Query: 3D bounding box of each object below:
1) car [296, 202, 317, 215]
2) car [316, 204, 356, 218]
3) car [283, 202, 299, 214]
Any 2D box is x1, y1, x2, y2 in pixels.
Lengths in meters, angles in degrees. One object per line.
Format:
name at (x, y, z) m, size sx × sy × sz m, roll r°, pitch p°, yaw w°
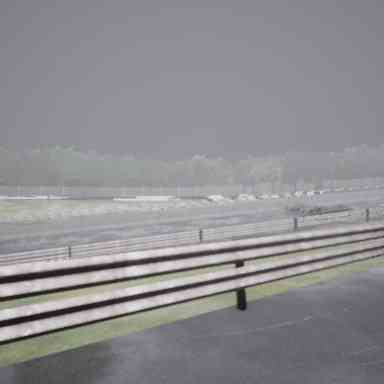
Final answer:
car at (16.693, 2.295, 44.234) m, size 4.718 × 1.301 × 1.895 m, roll -4°, pitch 2°, yaw -25°
car at (18.171, 2.227, 41.061) m, size 4.892 × 1.490 × 1.837 m, roll -4°, pitch 2°, yaw -25°
car at (15.151, 2.200, 47.376) m, size 4.674 × 1.442 × 1.812 m, roll -4°, pitch 2°, yaw -25°
